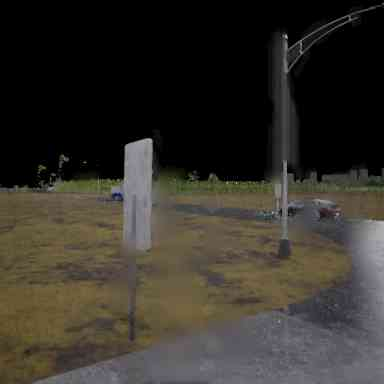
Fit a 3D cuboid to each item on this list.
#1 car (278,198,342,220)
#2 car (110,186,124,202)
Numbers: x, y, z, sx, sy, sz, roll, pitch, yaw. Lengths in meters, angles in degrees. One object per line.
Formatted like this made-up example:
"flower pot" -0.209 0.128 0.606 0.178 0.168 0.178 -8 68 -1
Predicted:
"car" 8.723 1.232 25.012 1.837 1.490 4.892 -3 3 -35
"car" -9.160 0.256 44.733 2.150 2.045 5.566 1 1 -35
